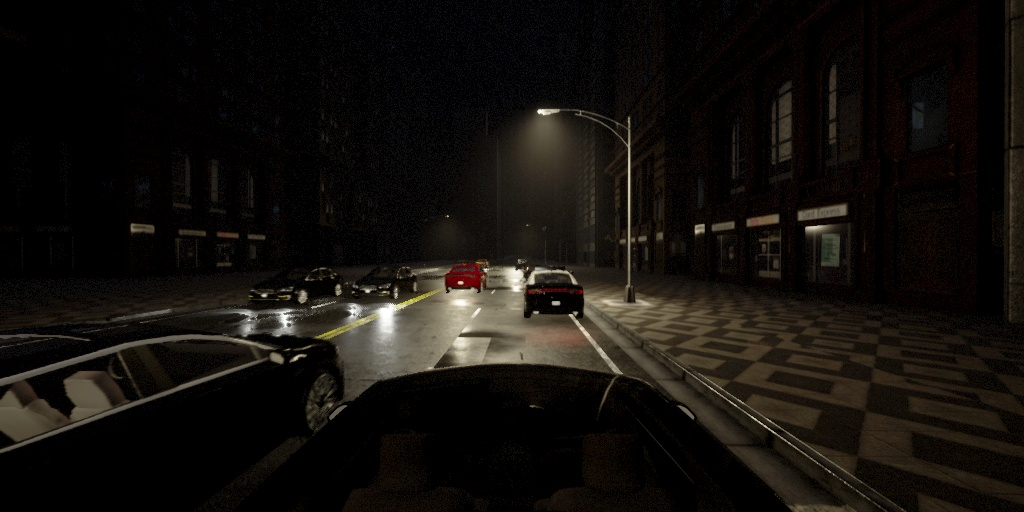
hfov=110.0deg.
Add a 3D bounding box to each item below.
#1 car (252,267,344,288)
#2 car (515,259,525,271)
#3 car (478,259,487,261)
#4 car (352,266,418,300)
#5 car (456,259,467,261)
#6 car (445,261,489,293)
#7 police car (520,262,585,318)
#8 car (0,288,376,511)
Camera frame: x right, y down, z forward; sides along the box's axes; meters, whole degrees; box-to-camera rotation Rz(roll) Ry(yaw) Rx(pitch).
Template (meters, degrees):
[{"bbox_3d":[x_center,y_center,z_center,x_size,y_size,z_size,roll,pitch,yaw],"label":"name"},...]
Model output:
[{"bbox_3d":[-9.378,1.253,16.088,1.837,1.490,4.892,0,0,2],"label":"car"},{"bbox_3d":[1.434,1.261,48.458,2.128,1.511,4.902,0,0,2],"label":"car"},{"bbox_3d":[-4.867,1.262,58.884,1.882,1.535,5.008,0,0,2],"label":"car"},{"bbox_3d":[-6.081,1.253,17.703,1.837,1.490,4.892,0,0,2],"label":"car"},{"bbox_3d":[-8.161,1.259,57.530,1.882,1.535,5.008,0,0,2],"label":"car"},{"bbox_3d":[-2.542,1.227,20.763,1.882,1.535,5.008,0,0,2],"label":"car"},{"bbox_3d":[1.362,1.174,13.057,1.930,1.638,5.238,0,0,2],"label":"police car"},{"bbox_3d":[-3.069,1.241,2.572,2.128,1.511,4.902,0,0,2],"label":"car"}]
